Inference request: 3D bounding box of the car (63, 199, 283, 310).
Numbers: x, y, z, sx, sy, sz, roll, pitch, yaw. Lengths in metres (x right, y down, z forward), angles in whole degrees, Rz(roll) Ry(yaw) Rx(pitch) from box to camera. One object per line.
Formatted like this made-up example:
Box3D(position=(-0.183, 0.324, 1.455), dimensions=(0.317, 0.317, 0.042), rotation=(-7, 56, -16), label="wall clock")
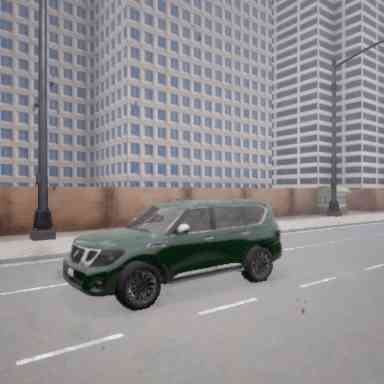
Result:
Box3D(position=(-0.153, 1.221, 8.186), dimensions=(5.566, 2.045, 2.150), rotation=(0, 0, -36), label="car")
